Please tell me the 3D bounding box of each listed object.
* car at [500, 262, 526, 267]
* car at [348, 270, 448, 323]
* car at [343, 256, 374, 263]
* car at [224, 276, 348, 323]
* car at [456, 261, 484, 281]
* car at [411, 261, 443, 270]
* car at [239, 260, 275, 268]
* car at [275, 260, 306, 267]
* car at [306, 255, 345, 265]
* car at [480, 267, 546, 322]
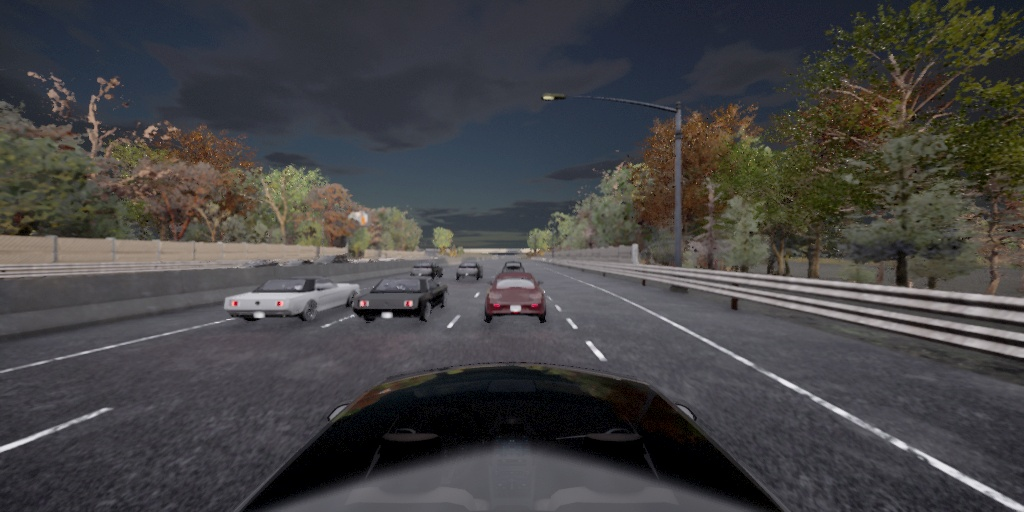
[{"bbox_3d":[0.102,1.193,29.479,1.837,1.490,4.892,0,0,0],"label":"car"},{"bbox_3d":[-3.397,1.325,11.994,1.895,1.301,4.718,0,0,0],"label":"car"},{"bbox_3d":[-17.581,1.145,42.313,1.882,1.535,5.008,0,0,0],"label":"car"},{"bbox_3d":[-6.898,1.325,12.018,1.895,1.301,4.718,0,0,0],"label":"car"},{"bbox_3d":[-3.397,1.179,29.435,2.128,1.511,4.902,0,0,0],"label":"car"},{"bbox_3d":[-6.897,1.179,29.441,2.128,1.511,4.902,0,0,0],"label":"car"},{"bbox_3d":[-28.083,1.162,39.991,2.128,1.511,4.902,0,0,0],"label":"car"},{"bbox_3d":[-24.580,1.175,41.465,1.837,1.490,4.892,0,0,0],"label":"car"},{"bbox_3d":[-21.080,0.892,41.747,2.150,2.045,5.566,0,0,0],"label":"car"},{"bbox_3d":[0.101,1.249,12.038,1.812,1.442,4.674,0,0,0],"label":"car"}]
